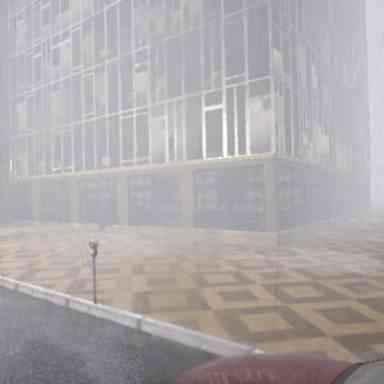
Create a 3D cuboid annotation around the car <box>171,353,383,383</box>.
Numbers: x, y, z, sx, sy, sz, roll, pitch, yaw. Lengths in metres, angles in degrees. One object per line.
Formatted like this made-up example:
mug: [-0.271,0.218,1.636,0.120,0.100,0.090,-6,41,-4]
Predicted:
car: [1.574,1.578,1.613,4.206,1.307,1.802,-1,-1,36]
